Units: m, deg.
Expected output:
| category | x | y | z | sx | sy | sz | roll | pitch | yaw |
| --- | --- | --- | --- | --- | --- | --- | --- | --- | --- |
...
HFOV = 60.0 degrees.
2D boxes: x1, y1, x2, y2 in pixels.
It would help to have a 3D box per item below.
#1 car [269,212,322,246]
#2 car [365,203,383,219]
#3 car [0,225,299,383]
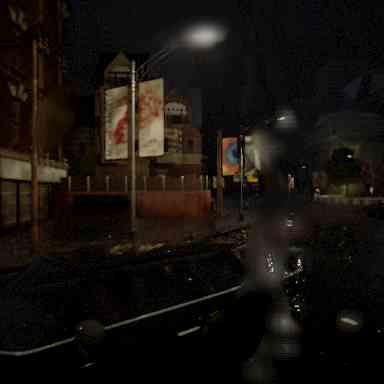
| category | x | y | z | sx | sy | sz | roll | pitch | yaw |
| --- | --- | --- | --- | --- | --- | --- | --- | --- | --- |
| car | 4.924 | 1.655 | 15.911 | 1.994 | 1.385 | 4.181 | 0 | 0 | 30 |
| car | 17.571 | 1.703 | 30.649 | 1.994 | 1.385 | 4.181 | 0 | 0 | 9 |
| car | -1.081 | 1.383 | 3.542 | 4.553 | 1.767 | 2.097 | 0 | -1 | -41 |
